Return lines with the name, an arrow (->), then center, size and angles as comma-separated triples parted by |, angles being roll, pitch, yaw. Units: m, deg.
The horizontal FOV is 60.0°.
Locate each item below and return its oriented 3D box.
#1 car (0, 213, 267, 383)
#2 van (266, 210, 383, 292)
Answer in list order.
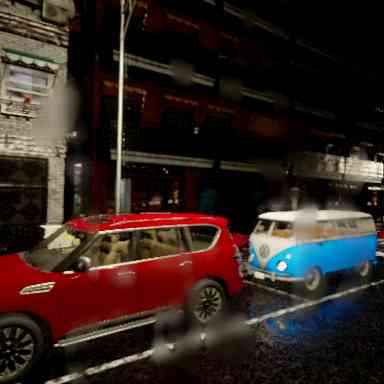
car -> -1.365, 1.331, 5.527 | 5.009, 1.841, 2.192 | 1, 1, -36
van -> 3.268, 1.402, 8.838 | 3.998, 1.788, 1.690 | 1, 1, -36
